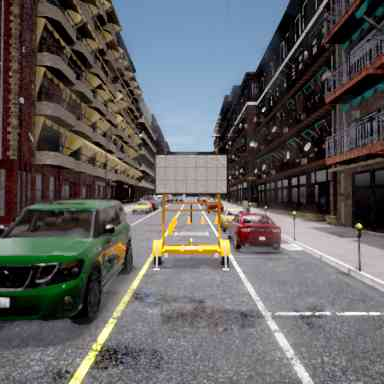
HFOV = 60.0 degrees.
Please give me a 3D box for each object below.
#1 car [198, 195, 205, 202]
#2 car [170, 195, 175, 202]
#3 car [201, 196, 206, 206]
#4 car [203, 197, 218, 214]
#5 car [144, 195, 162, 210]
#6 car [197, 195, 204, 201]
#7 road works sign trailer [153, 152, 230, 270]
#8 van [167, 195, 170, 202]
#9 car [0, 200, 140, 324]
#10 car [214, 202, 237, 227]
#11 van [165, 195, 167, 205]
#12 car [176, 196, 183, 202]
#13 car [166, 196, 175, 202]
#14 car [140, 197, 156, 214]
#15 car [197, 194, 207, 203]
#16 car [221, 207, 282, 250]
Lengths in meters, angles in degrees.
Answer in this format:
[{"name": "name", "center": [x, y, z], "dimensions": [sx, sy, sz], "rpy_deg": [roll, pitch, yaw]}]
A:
[{"name": "car", "center": [2.465, 1.678, 58.587], "dimensions": [1.887, 1.381, 4.507], "rpy_deg": [1, 0, 0]}, {"name": "car", "center": [-5.433, 1.494, 69.694], "dimensions": [2.192, 1.841, 5.009], "rpy_deg": [1, 0, 0]}, {"name": "car", "center": [2.499, 1.629, 41.996], "dimensions": [2.008, 1.369, 4.403], "rpy_deg": [1, 0, 0]}, {"name": "car", "center": [2.511, 1.609, 36.464], "dimensions": [1.887, 1.381, 4.507], "rpy_deg": [1, 0, 0]}, {"name": "car", "center": [-5.374, 1.394, 42.043], "dimensions": [2.192, 1.841, 5.009], "rpy_deg": [2, 0, 0]}, {"name": "car", "center": [2.364, 1.726, 91.774], "dimensions": [1.967, 1.590, 4.097], "rpy_deg": [1, 0, 0]}, {"name": "road works sign trailer", "center": [-0.022, 0.475, 11.003], "dimensions": [2.380, 3.560, 2.880], "rpy_deg": [0, 0, 0]}, {"name": "van", "center": [-5.410, 1.475, 58.633], "dimensions": [1.690, 1.788, 3.998], "rpy_deg": [1, 0, 0]}, {"name": "car", "center": [-2.765, 1.228, 7.522], "dimensions": [2.150, 2.045, 5.566], "rpy_deg": [0, 0, 0]}, {"name": "car", "center": [2.546, 1.551, 20.044], "dimensions": [1.752, 1.417, 4.829], "rpy_deg": [1, 0, 0]}, {"name": "van", "center": [-5.398, 1.454, 53.101], "dimensions": [1.690, 1.788, 3.998], "rpy_deg": [2, 0, 0]}, {"name": "car", "center": [-2.904, 1.696, 75.596], "dimensions": [2.128, 1.511, 4.902], "rpy_deg": [0, 0, 0]}, {"name": "car", "center": [-5.473, 1.822, 86.285], "dimensions": [1.947, 1.339, 4.313], "rpy_deg": [1, 0, 0]}, {"name": "car", "center": [-5.368, 1.589, 36.341], "dimensions": [1.752, 1.417, 4.829], "rpy_deg": [2, 0, 0]}, {"name": "car", "center": [2.390, 1.543, 80.712], "dimensions": [2.192, 1.841, 5.009], "rpy_deg": [1, 0, 0]}, {"name": "car", "center": [2.557, 1.561, 14.342], "dimensions": [1.887, 1.381, 4.507], "rpy_deg": [1, 0, 0]}]
